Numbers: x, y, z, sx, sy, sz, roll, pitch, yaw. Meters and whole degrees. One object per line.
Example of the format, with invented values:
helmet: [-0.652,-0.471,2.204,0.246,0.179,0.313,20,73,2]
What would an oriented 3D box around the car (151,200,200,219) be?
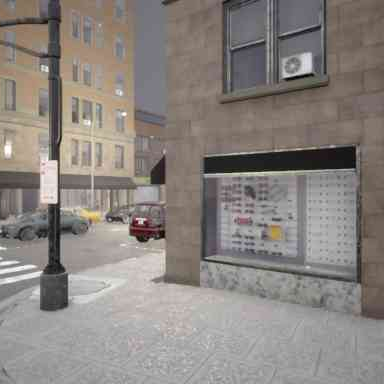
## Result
car: [-1.311,1.496,29.359,1.752,1.417,4.829,0,0,35]

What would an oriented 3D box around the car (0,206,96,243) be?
car: [-7.246,1.562,16.387,1.994,1.385,4.181,0,0,41]

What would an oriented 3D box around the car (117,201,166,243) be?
car: [-0.691,1.305,15.322,2.192,1.841,5.009,0,0,35]

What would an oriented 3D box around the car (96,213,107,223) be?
car: [-7.771,1.519,20.076,1.752,1.417,4.829,0,0,35]

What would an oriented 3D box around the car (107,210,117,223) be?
car: [-4.444,1.548,24.857,1.947,1.339,4.313,0,0,35]
